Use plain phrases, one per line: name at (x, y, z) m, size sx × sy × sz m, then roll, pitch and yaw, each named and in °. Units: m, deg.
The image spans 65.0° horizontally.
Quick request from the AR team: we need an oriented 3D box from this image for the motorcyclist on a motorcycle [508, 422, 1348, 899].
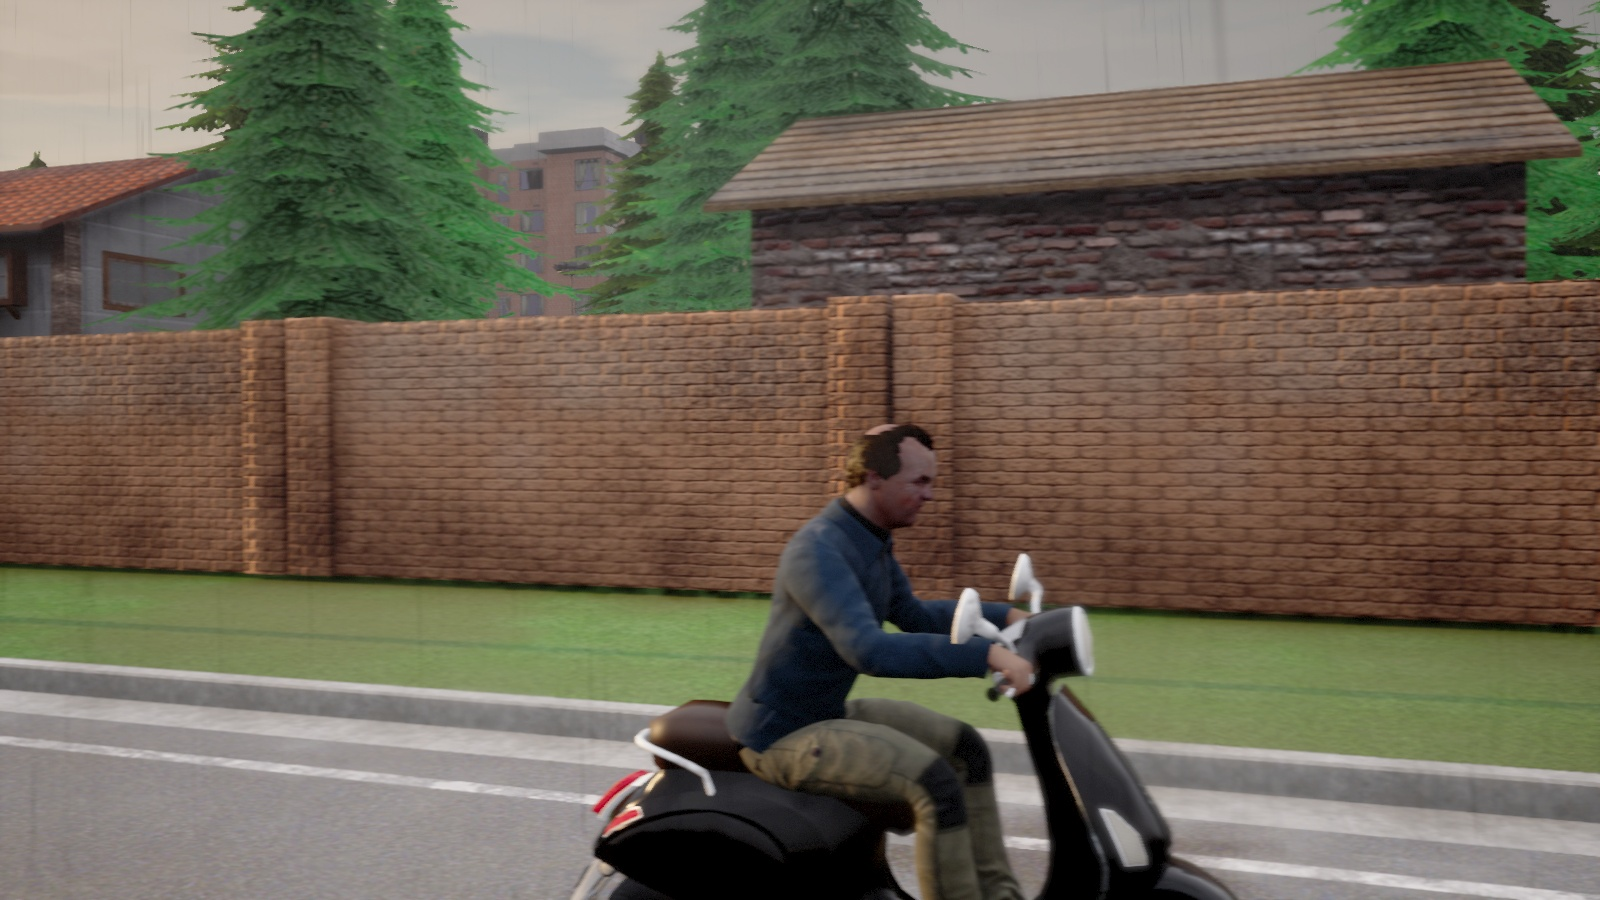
motorcyclist on a motorcycle at (0.310, 0.732, 3.088) m, size 1.817 × 1.590 × 0.866 m, roll 1°, pitch 1°, yaw 19°
